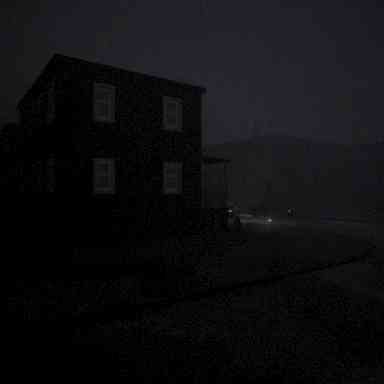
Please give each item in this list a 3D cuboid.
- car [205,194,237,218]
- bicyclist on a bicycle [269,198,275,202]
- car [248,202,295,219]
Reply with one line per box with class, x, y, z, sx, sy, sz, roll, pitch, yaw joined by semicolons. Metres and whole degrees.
car;1.575;1.221;29.786;2.150;2.045;5.566;0;0;-35
bicyclist on a bicycle;8.322;1.348;34.790;1.656;1.620;0.582;0;0;-35
car;6.965;1.564;29.374;1.994;1.385;4.181;0;0;-35
